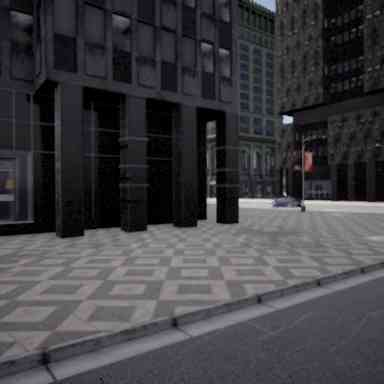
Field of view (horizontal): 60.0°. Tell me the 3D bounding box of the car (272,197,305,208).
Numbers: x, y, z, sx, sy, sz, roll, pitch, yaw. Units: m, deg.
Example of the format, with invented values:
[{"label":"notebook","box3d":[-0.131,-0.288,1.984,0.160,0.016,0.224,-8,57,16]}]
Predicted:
[{"label":"car","box3d":[12.422,1.351,42.969,1.994,1.385,4.181,-1,0,-35]}]
